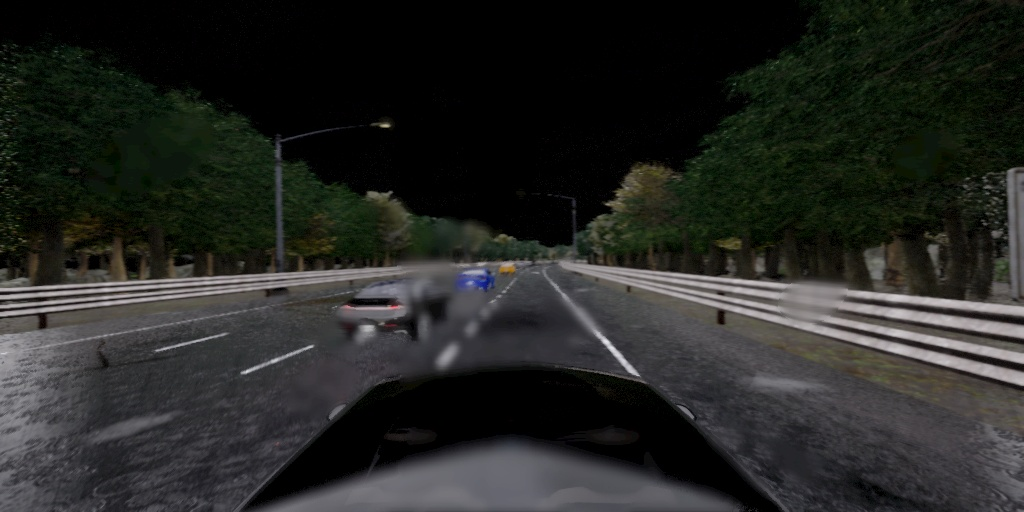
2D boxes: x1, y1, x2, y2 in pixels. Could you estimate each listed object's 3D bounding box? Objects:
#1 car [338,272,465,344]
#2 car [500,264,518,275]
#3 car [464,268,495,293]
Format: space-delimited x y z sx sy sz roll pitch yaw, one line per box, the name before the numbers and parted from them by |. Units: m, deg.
car | -2.952 1.387 10.136 2.128 1.511 4.902 -1 -1 3
car | -0.618 1.808 50.692 1.882 1.535 5.008 -1 -1 4
car | -2.205 1.525 23.229 1.882 1.535 5.008 -1 -1 3
